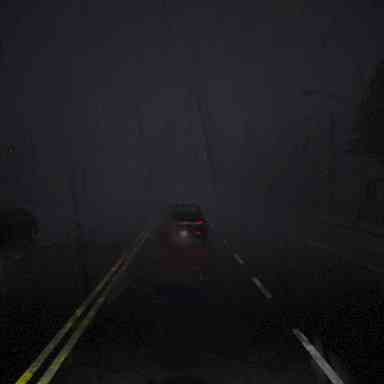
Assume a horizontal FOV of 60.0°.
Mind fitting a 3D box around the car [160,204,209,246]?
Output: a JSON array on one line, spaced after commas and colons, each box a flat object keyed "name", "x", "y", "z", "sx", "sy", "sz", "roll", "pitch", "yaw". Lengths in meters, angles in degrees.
[{"name": "car", "x": -0.326, "y": 1.271, "z": 14.095, "sx": 2.128, "sy": 1.511, "sz": 4.902, "roll": 0, "pitch": 1, "yaw": -2}]

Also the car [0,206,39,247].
[{"name": "car", "x": -7.421, "y": 1.321, "z": 12.338, "sx": 1.837, "sy": 1.490, "sz": 4.892, "roll": 0, "pitch": 1, "yaw": -1}]
